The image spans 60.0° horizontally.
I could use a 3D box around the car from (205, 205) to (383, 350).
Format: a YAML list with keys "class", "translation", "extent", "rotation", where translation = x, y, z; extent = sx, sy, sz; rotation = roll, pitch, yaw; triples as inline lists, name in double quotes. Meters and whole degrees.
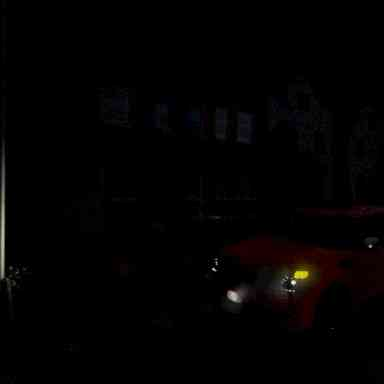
- class: "car"
  translation: [2.886, 1.297, 6.735]
  extent: [5.566, 2.045, 2.150]
  rotation: [1, -1, -36]
